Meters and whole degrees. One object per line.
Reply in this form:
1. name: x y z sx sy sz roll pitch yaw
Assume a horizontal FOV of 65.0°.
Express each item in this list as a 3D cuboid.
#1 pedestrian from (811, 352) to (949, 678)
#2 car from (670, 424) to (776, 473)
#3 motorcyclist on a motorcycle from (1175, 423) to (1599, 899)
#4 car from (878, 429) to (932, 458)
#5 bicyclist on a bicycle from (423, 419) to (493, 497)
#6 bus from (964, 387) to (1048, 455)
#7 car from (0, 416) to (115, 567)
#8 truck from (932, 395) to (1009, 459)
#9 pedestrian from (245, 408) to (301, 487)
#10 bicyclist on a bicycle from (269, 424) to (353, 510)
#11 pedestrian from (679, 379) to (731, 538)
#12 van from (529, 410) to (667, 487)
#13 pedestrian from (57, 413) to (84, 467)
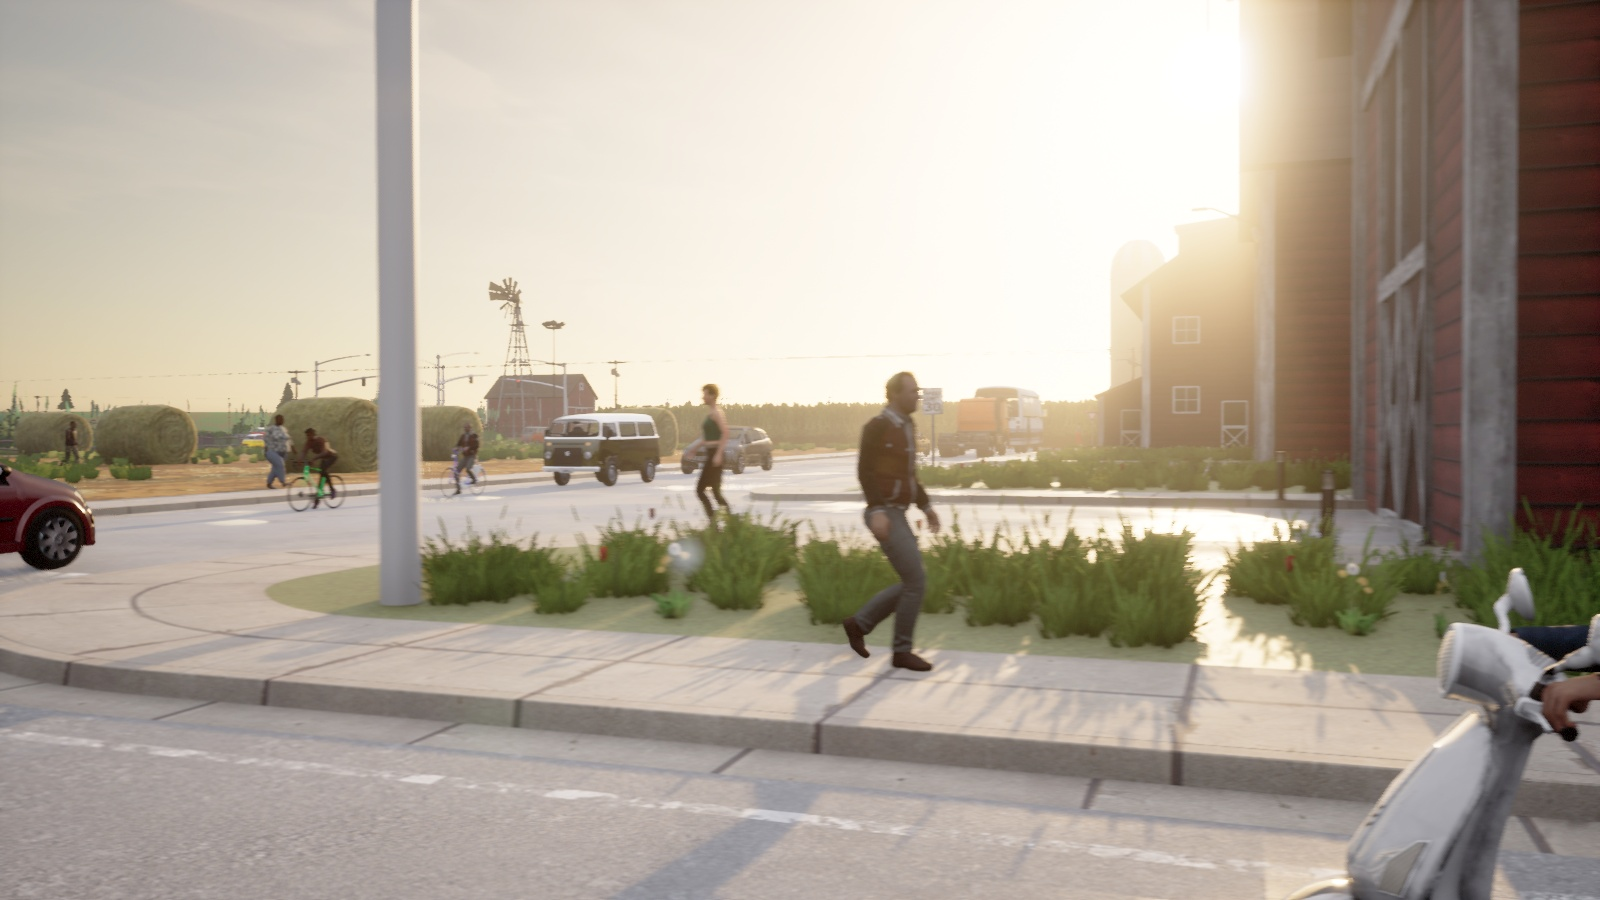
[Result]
1. pedestrian: 0.474 0.363 7.463 0.720 1.854 0.376 1 1 27
2. car: -2.680 -0.107 45.132 2.242 1.667 4.611 0 1 18
3. motorcyclist on a motorcycle: 1.742 0.745 2.584 1.817 1.590 0.866 1 1 19
4. car: 6.009 -0.389 71.151 1.801 1.575 5.366 1 1 18
5. bicyclist on a bicycle: -7.962 0.168 29.286 0.659 1.776 1.843 1 1 18
6. bus: 13.845 -1.875 83.536 3.944 4.253 10.273 1 1 18
7. car: -9.619 0.448 13.265 1.851 1.617 3.988 1 1 18
8. truck: 9.800 -1.300 71.428 2.891 3.462 7.936 1 1 18
9. pedestrian: -12.686 -0.074 30.239 0.900 1.855 0.874 1 1 23
10. bicyclist on a bicycle: -9.538 0.312 24.570 0.582 1.620 1.656 0 1 19
11. pedestrian: -1.117 0.098 14.738 0.594 1.836 0.345 0 1 -5
12. van: -5.709 -0.080 36.034 2.069 2.038 4.480 1 1 18
13. pedestrian: -25.259 -0.344 43.468 0.703 1.840 0.431 0 1 15
